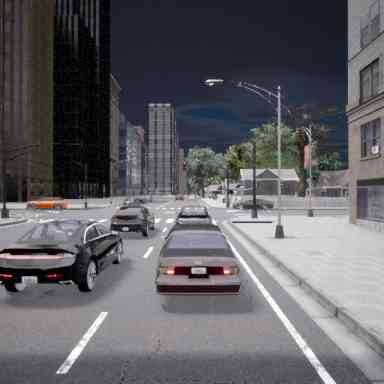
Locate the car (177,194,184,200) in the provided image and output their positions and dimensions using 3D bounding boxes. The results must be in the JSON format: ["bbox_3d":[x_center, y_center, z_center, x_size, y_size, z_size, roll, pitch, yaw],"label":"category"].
[{"bbox_3d":[-3.202,1.309,93.991,1.882,1.535,5.008,0,0,0],"label":"car"}]

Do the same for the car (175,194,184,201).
[{"bbox_3d":[-3.207,1.340,83.957,2.097,1.767,4.553,0,0,0],"label":"car"}]

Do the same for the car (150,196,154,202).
[{"bbox_3d":[-9.713,1.515,73.264,1.812,1.442,4.674,0,0,0],"label":"car"}]

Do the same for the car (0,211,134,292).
[{"bbox_3d":[-3.147,1.492,8.889,2.128,1.511,4.902,0,0,0],"label":"car"}]

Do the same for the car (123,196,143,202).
[{"bbox_3d":[-9.799,1.485,53.832,2.128,1.511,4.902,0,0,1],"label":"car"}]

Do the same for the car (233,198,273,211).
[{"bbox_3d":[7.497,1.555,41.155,4.892,1.490,1.837,0,-1,6],"label":"car"}]

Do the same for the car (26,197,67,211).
[{"bbox_3d":[-17.804,1.404,40.798,4.553,1.767,2.097,0,-1,-2],"label":"car"}]

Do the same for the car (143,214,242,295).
[{"bbox_3d":[0.095,1.545,8.818,2.033,1.411,5.357,0,0,-1],"label":"car"}]

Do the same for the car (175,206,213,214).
[{"bbox_3d":[0.107,1.491,17.872,2.128,1.511,4.902,0,0,0],"label":"car"}]

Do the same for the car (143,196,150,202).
[{"bbox_3d":[-9.761,1.593,63.152,1.895,1.301,4.718,0,0,1],"label":"car"}]

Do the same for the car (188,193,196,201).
[{"bbox_3d":[0.043,1.509,83.985,1.812,1.442,4.674,0,0,0],"label":"car"}]

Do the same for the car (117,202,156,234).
[{"bbox_3d":[-3.141,1.504,18.149,1.837,1.490,4.892,0,0,0],"label":"car"}]
